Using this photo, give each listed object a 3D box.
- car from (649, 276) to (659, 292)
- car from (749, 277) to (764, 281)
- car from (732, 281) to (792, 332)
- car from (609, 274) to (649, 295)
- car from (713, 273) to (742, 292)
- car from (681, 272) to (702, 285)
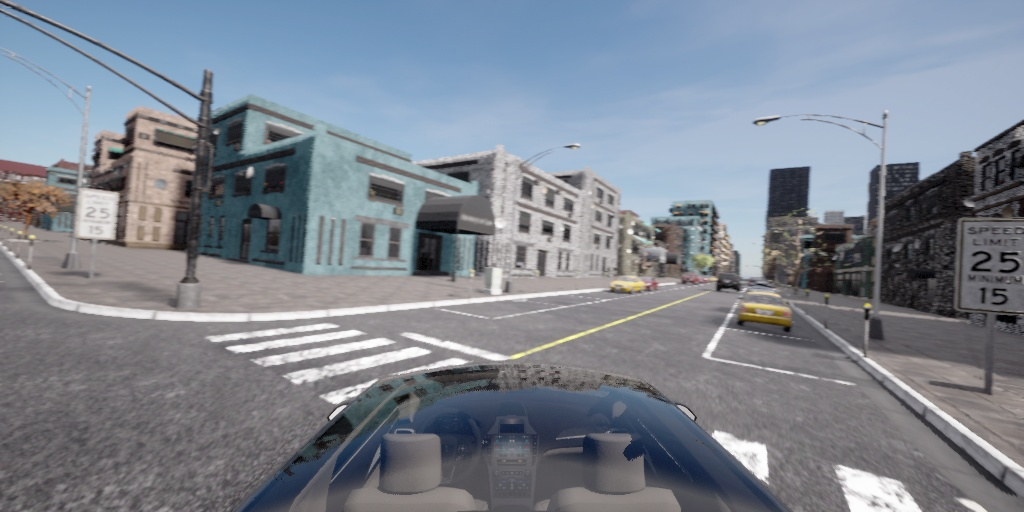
[{"bbox_3d":[12.085,2.445,32.482,1.802,1.307,4.207,0,0,34],"label":"car"},{"bbox_3d":[27.448,3.463,39.464,1.837,1.490,4.892,3,-1,34],"label":"car"},{"bbox_3d":[9.871,1.990,14.175,1.751,1.417,4.829,0,0,34],"label":"car"},{"bbox_3d":[8.908,2.126,27.753,1.751,1.417,4.829,0,0,34],"label":"car"},{"bbox_3d":[24.050,2.963,39.830,2.150,2.045,5.566,3,-1,34],"label":"car"},{"bbox_3d":[27.494,3.495,55.421,2.192,1.841,5.009,0,0,34],"label":"car"}]
